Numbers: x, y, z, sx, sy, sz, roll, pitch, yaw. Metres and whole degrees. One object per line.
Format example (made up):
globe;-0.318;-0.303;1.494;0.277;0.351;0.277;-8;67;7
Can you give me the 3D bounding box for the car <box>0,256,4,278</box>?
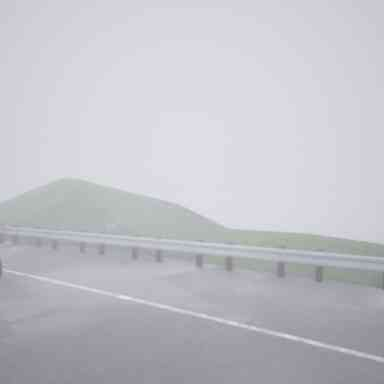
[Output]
car;-6.398;1.494;7.853;4.181;1.385;1.994;0;1;31
